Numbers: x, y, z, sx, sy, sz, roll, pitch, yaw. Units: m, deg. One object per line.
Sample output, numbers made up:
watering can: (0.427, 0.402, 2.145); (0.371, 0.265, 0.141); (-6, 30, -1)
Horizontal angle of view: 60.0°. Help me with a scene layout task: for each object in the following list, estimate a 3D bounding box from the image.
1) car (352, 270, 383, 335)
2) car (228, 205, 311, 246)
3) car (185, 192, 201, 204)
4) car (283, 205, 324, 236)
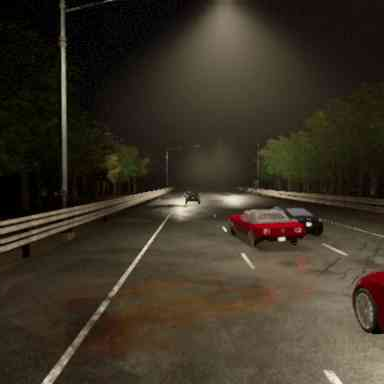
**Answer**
car: (3.600, 1.498, 3.674); (1.812, 1.442, 4.674); (0, 0, 0)
car: (3.002, 1.412, 14.511); (1.895, 1.301, 4.718); (-2, 2, -8)
car: (0.094, 0.674, 41.243); (2.033, 1.411, 5.357); (1, 2, 0)
car: (4.587, 1.335, 16.582); (1.994, 1.385, 4.181); (0, 2, -16)
